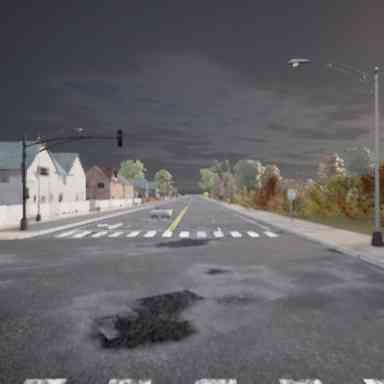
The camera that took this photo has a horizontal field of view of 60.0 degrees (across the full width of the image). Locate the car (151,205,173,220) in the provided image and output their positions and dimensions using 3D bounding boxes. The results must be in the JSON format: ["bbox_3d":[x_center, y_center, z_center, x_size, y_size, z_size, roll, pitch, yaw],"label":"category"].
[{"bbox_3d":[-2.949,1.990,33.012,1.895,1.301,4.718,0,-1,0],"label":"car"}]
